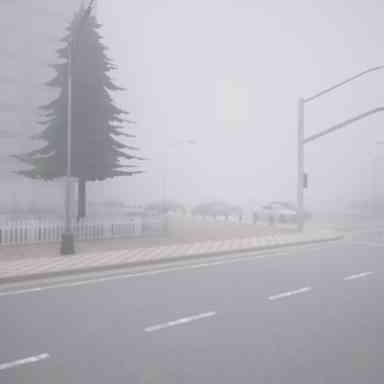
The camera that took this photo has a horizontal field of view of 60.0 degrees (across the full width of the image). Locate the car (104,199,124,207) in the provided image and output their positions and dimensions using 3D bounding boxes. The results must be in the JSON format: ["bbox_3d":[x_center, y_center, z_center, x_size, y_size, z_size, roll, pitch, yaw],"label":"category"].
[{"bbox_3d":[-13.383,1.926,57.082,1.895,1.301,4.718,1,0,-36],"label":"car"}]

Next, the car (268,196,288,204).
[{"bbox_3d":[20.821,1.926,80.793,1.932,1.855,4.605,1,0,-36],"label":"car"}]

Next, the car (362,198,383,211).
[{"bbox_3d":[25.919,1.720,44.440,1.932,1.855,4.605,1,0,-36],"label":"car"}]

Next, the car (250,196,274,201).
[{"bbox_3d":[16.305,2.101,77.514,1.970,1.475,3.806,1,0,-36],"label":"car"}]

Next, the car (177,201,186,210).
[{"bbox_3d":[-2.782,1.837,48.172,1.812,1.442,4.674,1,-1,-35],"label":"car"}]

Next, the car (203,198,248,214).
[{"bbox_3d":[3.758,1.788,39.043,1.882,1.535,5.008,1,0,-36],"label":"car"}]

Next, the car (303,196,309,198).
[{"bbox_3d":[20.372,2.030,61.868,1.970,1.475,3.806,1,0,-36],"label":"car"}]

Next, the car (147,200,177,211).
[{"bbox_3d":[-4.252,1.832,44.201,1.994,1.385,4.181,1,0,-36],"label":"car"}]

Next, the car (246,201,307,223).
[{"bbox_3d":[7.104,1.794,28.417,1.812,1.442,4.674,1,0,-34],"label":"car"}]

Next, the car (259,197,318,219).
[{"bbox_3d":[9.086,1.663,31.623,2.097,1.767,4.553,1,0,-36],"label":"car"}]

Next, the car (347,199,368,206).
[{"bbox_3d":[36.476,2.238,73.376,1.784,1.438,3.905,1,0,-36],"label":"car"}]

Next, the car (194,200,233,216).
[{"bbox_3d":[1.979,1.832,35.517,1.994,1.385,4.181,1,0,-36],"label":"car"}]

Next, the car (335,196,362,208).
[{"bbox_3d":[34.082,1.993,71.749,1.932,1.855,4.605,1,0,-36],"label":"car"}]
